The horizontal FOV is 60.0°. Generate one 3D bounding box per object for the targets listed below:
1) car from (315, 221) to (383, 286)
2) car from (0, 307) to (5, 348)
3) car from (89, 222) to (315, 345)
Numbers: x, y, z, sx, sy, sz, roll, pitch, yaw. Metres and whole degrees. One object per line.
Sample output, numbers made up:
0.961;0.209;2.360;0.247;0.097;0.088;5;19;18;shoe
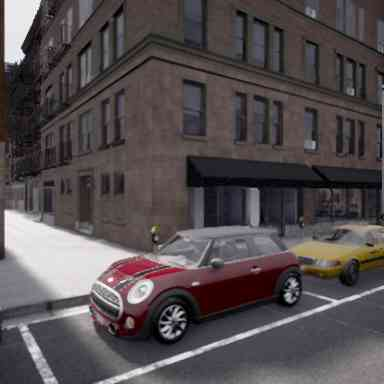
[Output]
4.553;1.533;9.435;4.829;1.417;1.752;0;0;-35;car
-4.295;1.549;3.125;4.403;1.369;2.008;0;0;-35;car
0.198;1.443;6.329;4.097;1.590;1.967;0;0;-35;car
